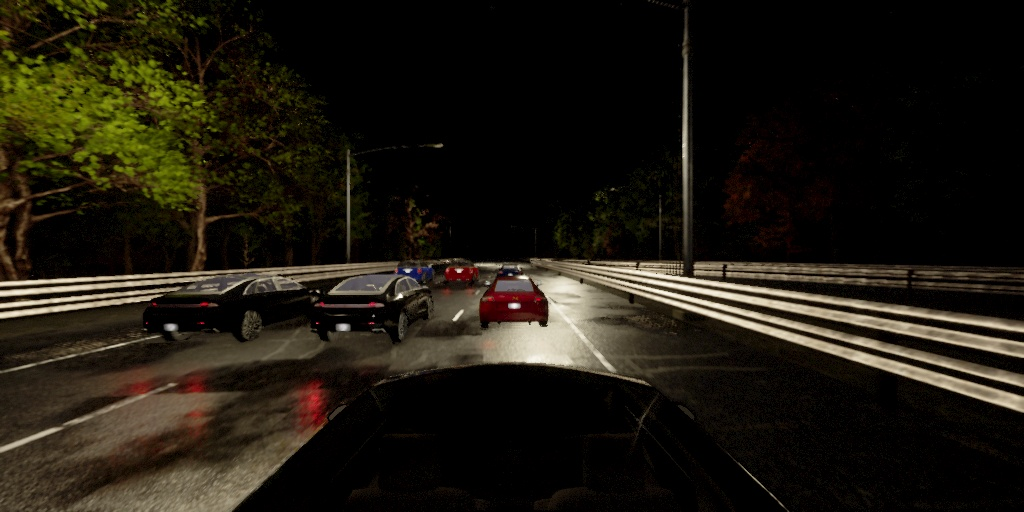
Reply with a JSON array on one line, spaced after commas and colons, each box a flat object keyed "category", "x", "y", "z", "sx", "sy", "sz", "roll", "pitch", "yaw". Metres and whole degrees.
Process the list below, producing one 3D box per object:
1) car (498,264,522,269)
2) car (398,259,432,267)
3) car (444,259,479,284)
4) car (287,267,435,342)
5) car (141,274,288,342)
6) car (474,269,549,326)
[{"category": "car", "x": -0.143, "y": 1.283, "z": 27.417, "sx": 1.994, "sy": 1.385, "sz": 4.181, "roll": 0, "pitch": 0, "yaw": -1}, {"category": "car", "x": -7.129, "y": 1.075, "z": 26.519, "sx": 2.097, "sy": 1.767, "sz": 4.553, "roll": 0, "pitch": 0, "yaw": -1}, {"category": "car", "x": -3.629, "y": 1.073, "z": 26.535, "sx": 2.097, "sy": 1.767, "sz": 4.553, "roll": 0, "pitch": 0, "yaw": -1}, {"category": "car", "x": -3.436, "y": 1.230, "z": 9.698, "sx": 2.128, "sy": 1.511, "sz": 4.902, "roll": 0, "pitch": 0, "yaw": 0}, {"category": "car", "x": -6.936, "y": 1.231, "z": 9.709, "sx": 2.128, "sy": 1.511, "sz": 4.902, "roll": 0, "pitch": 0, "yaw": 0}, {"category": "car", "x": 0.052, "y": 1.298, "z": 11.584, "sx": 1.994, "sy": 1.385, "sz": 4.181, "roll": 0, "pitch": 0, "yaw": 0}]
